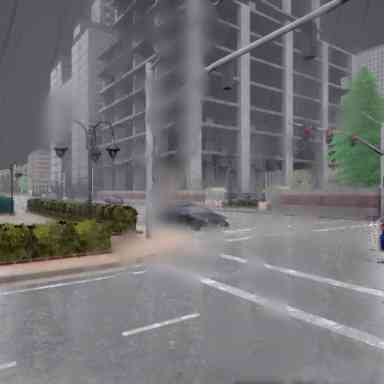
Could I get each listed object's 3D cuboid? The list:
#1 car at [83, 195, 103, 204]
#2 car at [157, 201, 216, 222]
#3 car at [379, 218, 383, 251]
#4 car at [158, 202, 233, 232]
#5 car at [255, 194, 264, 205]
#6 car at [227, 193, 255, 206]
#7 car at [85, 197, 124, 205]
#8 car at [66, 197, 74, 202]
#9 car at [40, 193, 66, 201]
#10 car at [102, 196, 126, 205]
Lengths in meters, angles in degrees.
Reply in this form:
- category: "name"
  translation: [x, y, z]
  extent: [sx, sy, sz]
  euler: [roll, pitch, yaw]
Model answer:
- category: "car"
  translation: [-19.444, 1.436, 65.103]
  extent: [2.128, 1.511, 4.902]
  euler: [0, 0, -36]
- category: "car"
  translation: [-0.562, 1.492, 26.852]
  extent: [2.033, 1.411, 5.357]
  euler: [0, 0, -36]
- category: "car"
  translation: [8.131, 1.208, 8.931]
  extent: [2.150, 2.045, 5.566]
  euler: [0, 0, -36]
- category: "car"
  translation: [-0.089, 1.492, 20.246]
  extent: [2.033, 1.411, 5.357]
  euler: [0, 0, -36]
- category: "car"
  translation: [9.485, 1.114, 52.365]
  extent: [1.905, 1.878, 3.866]
  euler: [0, 0, -36]
- category: "car"
  translation: [7.095, 1.114, 50.650]
  extent: [1.905, 1.878, 3.866]
  euler: [0, 0, -36]
- category: "car"
  translation: [-8.593, 1.470, 31.952]
  extent: [1.812, 1.442, 4.674]
  euler: [0, 0, -36]
- category: "car"
  translation: [-20.746, 1.508, 54.807]
  extent: [1.812, 1.442, 4.674]
  euler: [0, 0, -36]
- category: "car"
  translation: [-20.605, 1.168, 48.580]
  extent: [2.150, 2.045, 5.566]
  euler: [0, 0, -35]
- category: "car"
  translation: [-13.340, 1.436, 56.692]
  extent: [2.128, 1.511, 4.902]
  euler: [0, 0, -36]
